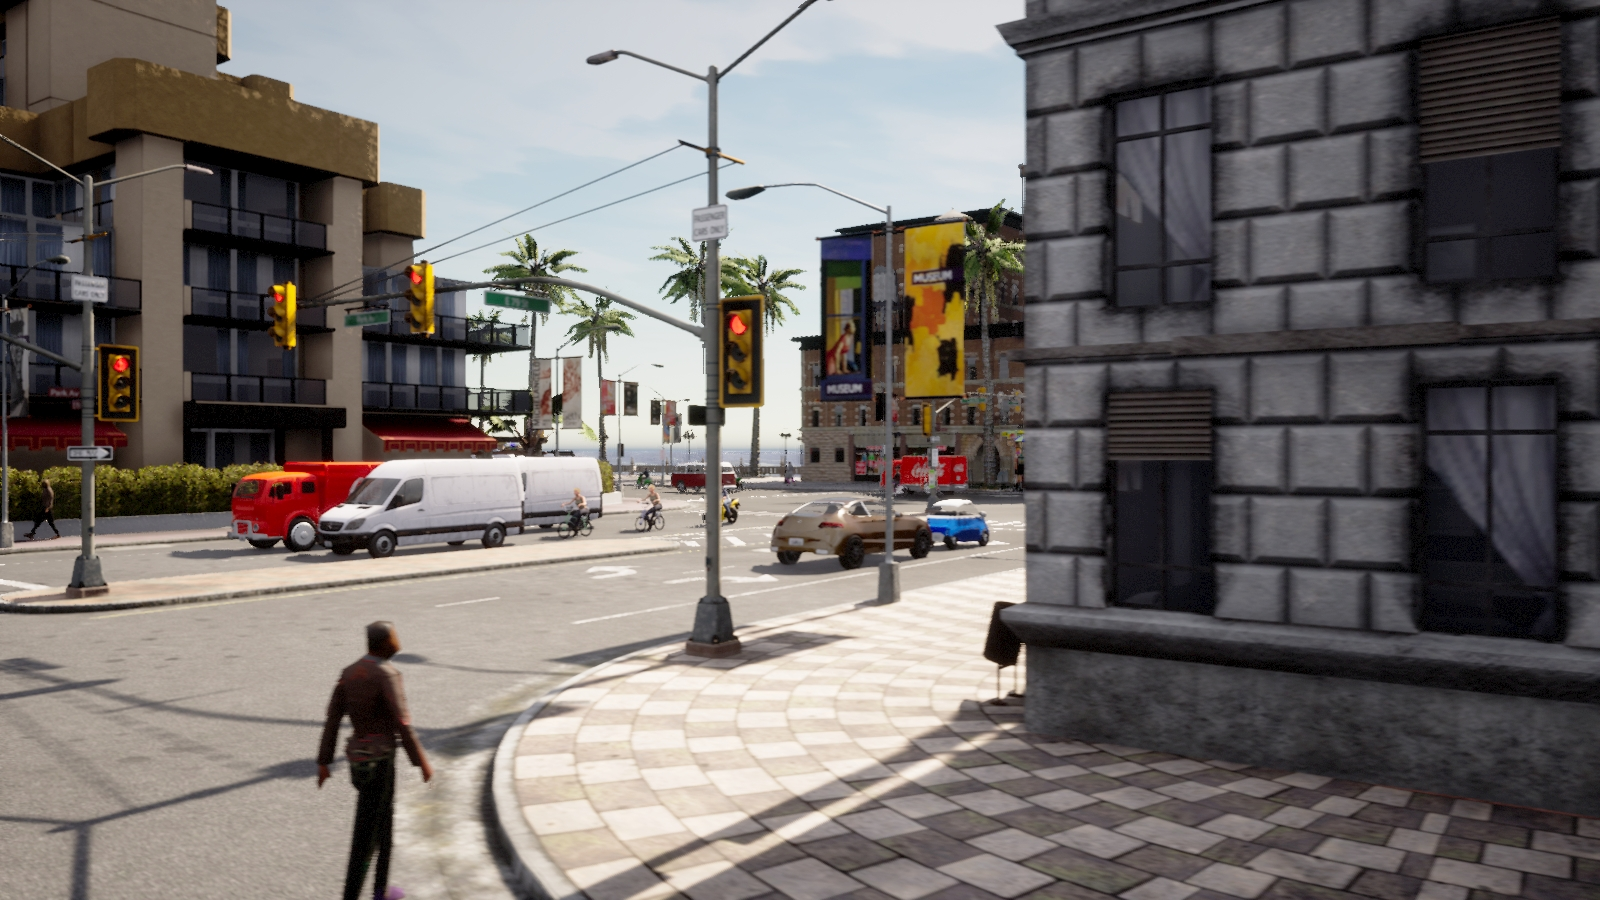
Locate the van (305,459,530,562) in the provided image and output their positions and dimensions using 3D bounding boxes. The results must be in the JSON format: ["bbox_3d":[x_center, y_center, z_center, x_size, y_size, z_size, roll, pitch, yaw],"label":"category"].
[{"bbox_3d":[-10.502,1.549,31.899,1.988,2.561,5.915,0,0,35],"label":"van"}]

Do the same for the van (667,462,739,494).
[{"bbox_3d":[-6.393,1.809,75.288,4.480,2.038,2.069,0,0,35],"label":"van"}]

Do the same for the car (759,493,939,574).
[{"bbox_3d":[1.348,2.001,28.749,2.152,1.651,5.027,0,0,35],"label":"car"}]

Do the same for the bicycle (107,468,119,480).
[{"bbox_3d":[-64.674,2.271,107.548,1.835,1.171,0.329,0,0,36],"label":"bicycle"}]

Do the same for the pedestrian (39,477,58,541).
[{"bbox_3d":[-22.113,1.716,33.619,0.375,1.860,0.375,0,0,35],"label":"pedestrian"}]

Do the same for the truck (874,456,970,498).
[{"bbox_3d":[7.427,1.582,69.685,5.204,2.467,2.627,0,0,36],"label":"truck"}]

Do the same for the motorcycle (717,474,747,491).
[{"bbox_3d":[-4.675,2.239,78.383,2.033,1.145,0.803,0,0,36],"label":"motorcycle"}]

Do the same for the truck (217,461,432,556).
[{"bbox_3d":[-13.763,1.585,33.357,2.627,2.467,5.204,0,0,35],"label":"truck"}]

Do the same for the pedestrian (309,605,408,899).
[{"bbox_3d":[-2.525,1.853,6.537,0.375,1.860,0.375,0,0,31],"label":"pedestrian"}]

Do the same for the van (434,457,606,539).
[{"bbox_3d":[-9.501,1.551,39.358,1.988,2.561,5.915,0,0,35],"label":"van"}]

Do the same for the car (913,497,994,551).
[{"bbox_3d":[4.474,2.129,33.195,1.481,1.376,2.207,0,0,35],"label":"car"}]

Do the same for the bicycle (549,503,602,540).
[{"bbox_3d":[-7.201,2.271,36.630,0.859,1.080,1.487,0,0,35],"label":"bicycle"}]

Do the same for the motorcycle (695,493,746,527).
[{"bbox_3d":[-2.951,2.228,42.669,0.803,1.145,2.033,0,0,35],"label":"motorcycle"}]
